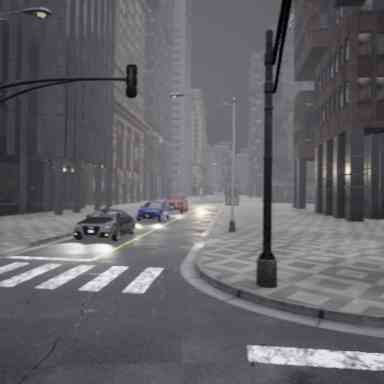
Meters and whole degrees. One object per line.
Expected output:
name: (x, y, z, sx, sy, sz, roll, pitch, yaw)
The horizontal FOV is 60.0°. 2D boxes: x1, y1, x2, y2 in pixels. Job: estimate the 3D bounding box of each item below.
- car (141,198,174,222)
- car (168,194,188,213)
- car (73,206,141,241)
car: (-3.026, 1.497, 27.051, 1.882, 1.535, 5.008, 1, 0, 6)
car: (-1.771, 1.259, 37.661, 2.150, 2.045, 5.566, 1, 0, 7)
car: (-4.240, 1.565, 16.710, 1.994, 1.385, 4.181, 1, 0, 7)
